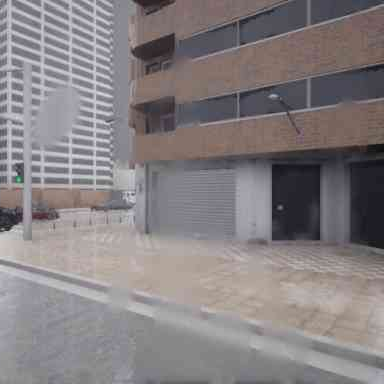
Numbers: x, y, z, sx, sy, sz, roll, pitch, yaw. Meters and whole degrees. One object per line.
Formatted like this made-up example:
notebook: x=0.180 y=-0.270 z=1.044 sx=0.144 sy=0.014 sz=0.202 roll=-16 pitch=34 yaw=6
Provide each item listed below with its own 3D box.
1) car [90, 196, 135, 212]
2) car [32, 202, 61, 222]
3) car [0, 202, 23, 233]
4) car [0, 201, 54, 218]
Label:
car: x=-9.374 y=1.547 z=39.410 sx=2.033 sy=1.411 sz=5.357 roll=0 pitch=0 yaw=36
car: x=-11.882 y=1.601 z=23.723 sx=1.895 sy=1.301 sz=4.718 roll=0 pitch=0 yaw=36
car: x=-12.160 y=1.221 z=17.386 sx=2.150 sy=2.045 sz=5.566 roll=0 pitch=0 yaw=36
car: x=-15.529 y=1.601 z=30.953 sx=1.895 sy=1.301 sz=4.718 roll=0 pitch=0 yaw=36
